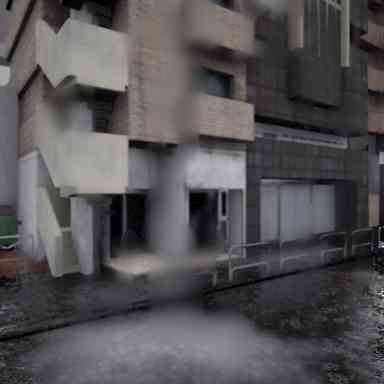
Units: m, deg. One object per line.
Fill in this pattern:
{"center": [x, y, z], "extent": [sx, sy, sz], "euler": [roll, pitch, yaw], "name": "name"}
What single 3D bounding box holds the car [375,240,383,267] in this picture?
{"center": [7.208, 1.526, 9.718], "extent": [4.181, 1.385, 1.994], "euler": [0, 0, -35], "name": "car"}
